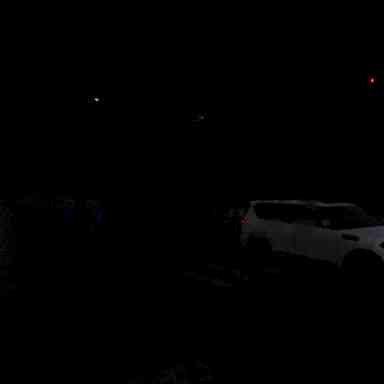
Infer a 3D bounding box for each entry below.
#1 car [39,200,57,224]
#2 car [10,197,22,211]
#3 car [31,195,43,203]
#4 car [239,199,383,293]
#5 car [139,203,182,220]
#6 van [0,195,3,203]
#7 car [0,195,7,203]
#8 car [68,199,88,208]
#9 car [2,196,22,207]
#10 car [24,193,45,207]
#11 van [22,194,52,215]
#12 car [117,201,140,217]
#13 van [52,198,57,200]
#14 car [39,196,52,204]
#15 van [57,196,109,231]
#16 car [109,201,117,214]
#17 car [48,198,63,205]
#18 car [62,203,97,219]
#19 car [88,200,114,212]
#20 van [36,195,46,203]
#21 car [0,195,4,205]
[{"bbox_3d":[-9.747,1.556,24.675,1.887,1.381,4.507,1,-1,-34],"label":"car"},{"bbox_3d":[-22.007,1.675,43.062,1.802,1.307,4.206,1,-1,-34],"label":"car"},{"bbox_3d":[-39.420,1.726,84.561,2.192,1.841,5.009,1,-1,-34],"label":"car"},{"bbox_3d":[3.745,1.240,9.447,2.150,2.045,5.566,0,0,-34],"label":"car"},{"bbox_3d":[-2.621,1.707,29.405,1.887,1.381,4.507,1,-1,-34],"label":"car"},{"bbox_3d":[-46.523,1.601,79.840,1.690,1.788,3.998,1,-1,-34],"label":"van"},{"bbox_3d":[-43.458,1.554,75.243,2.192,1.841,5.009,1,-1,-34],"label":"car"},{"bbox_3d":[-17.955,1.809,52.386,1.887,1.381,4.507,1,-1,-34],"label":"car"},{"bbox_3d":[-28.136,1.685,52.256,2.008,1.369,4.403,1,-1,-34],"label":"car"},{"bbox_3d":[-24.594,1.264,51.956,2.150,2.045,5.566,1,-1,-34],"label":"car"},{"bbox_3d":[-15.875,1.393,33.870,1.690,1.788,3.998,1,-1,-34],"label":"van"},{"bbox_3d":[-5.688,1.727,34.001,1.887,1.381,4.507,1,-1,-34],"label":"car"},{"bbox_3d":[-24.086,1.647,61.580,1.690,1.788,3.998,1,-1,-34],"label":"van"},{"bbox_3d":[-33.288,1.809,75.368,1.967,1.590,4.097,1,-1,-34],"label":"car"},{"bbox_3d":[-6.680,1.333,20.080,1.690,1.788,3.998,1,-1,-34],"label":"van"},{"bbox_3d":[-8.754,1.747,38.597,1.887,1.381,4.507,1,-1,-34],"label":"car"},{"bbox_3d":[-27.155,1.878,66.174,2.008,1.369,4.403,1,-1,-34],"label":"car"},{"bbox_3d":[-10.532,1.681,30.856,1.895,1.301,4.718,1,-1,-34],"label":"car"},{"bbox_3d":[-11.915,1.749,43.335,1.752,1.417,4.829,1,-1,-34],"label":"car"},{"bbox_3d":[-36.353,1.731,79.965,1.690,1.788,3.998,1,-1,-34],"label":"van"},{"bbox_3d":[-37.236,1.722,65.906,1.752,1.417,4.829,1,-1,-34],"label":"car"}]
